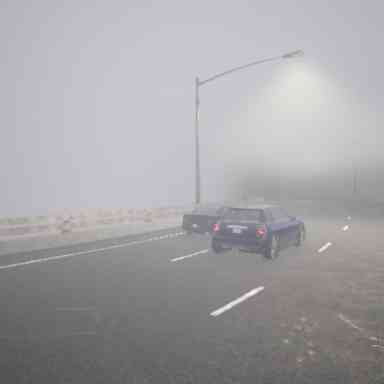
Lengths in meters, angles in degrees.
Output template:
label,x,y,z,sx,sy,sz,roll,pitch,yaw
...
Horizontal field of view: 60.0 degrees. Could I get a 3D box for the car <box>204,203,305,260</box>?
label,x,y,z,sx,sy,sz,roll,pitch,yaw
car,2.625,1.242,12.301,2.097,1.767,4.553,0,1,34

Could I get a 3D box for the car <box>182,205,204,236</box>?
label,x,y,z,sx,sy,sz,roll,pitch,yaw
car,1.451,1.337,16.916,1.882,1.535,5.008,0,1,32
